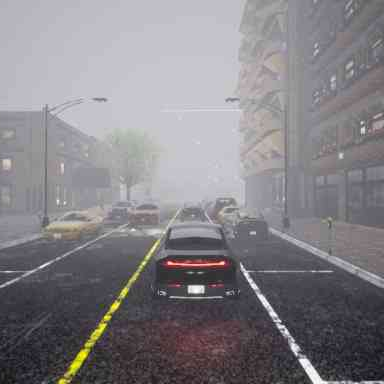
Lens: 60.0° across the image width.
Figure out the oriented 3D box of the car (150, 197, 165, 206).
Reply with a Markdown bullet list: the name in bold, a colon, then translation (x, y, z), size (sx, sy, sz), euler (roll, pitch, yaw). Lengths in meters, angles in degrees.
- **car**: translation (-5.757, 1.583, 56.398), size (2.008, 1.369, 4.403), euler (1, 0, 0)

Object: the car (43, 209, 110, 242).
- **car**: translation (-5.676, 1.532, 16.421), size (1.752, 1.417, 4.829), euler (1, 0, 0)

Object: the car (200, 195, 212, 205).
- **car**: translation (2.627, 1.478, 62.156), size (1.967, 1.590, 4.097), euler (1, 0, 0)

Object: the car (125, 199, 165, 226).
- **car**: translation (-3.146, 1.487, 23.715), size (1.882, 1.535, 5.008), euler (0, 0, 0)

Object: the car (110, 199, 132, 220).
- **car**: translation (-5.698, 1.452, 27.963), size (1.967, 1.590, 4.097), euler (1, 0, 0)

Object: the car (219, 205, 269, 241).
- **car**: translation (2.670, 1.557, 16.666), size (2.008, 1.369, 4.403), euler (1, 0, 0)

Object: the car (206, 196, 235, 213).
- **car**: translation (2.651, 1.327, 28.040), size (2.192, 1.841, 5.009), euler (1, 0, 0)

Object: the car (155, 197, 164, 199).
- **car**: translation (-5.746, 1.594, 50.710), size (1.947, 1.339, 4.313), euler (1, 0, 0)

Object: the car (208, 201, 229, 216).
- **car**: translation (2.635, 1.597, 33.726), size (1.802, 1.307, 4.206), euler (1, 0, 0)

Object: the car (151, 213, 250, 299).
- **car**: translation (0.081, 1.508, 8.421), size (1.837, 1.490, 4.892), euler (0, 0, 0)

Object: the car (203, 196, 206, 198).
- **car**: translation (2.612, 1.589, 45.099), size (1.947, 1.339, 4.313), euler (1, 0, 0)

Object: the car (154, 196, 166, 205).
- **car**: translation (-5.938, 1.563, 61.914), size (1.752, 1.417, 4.829), euler (1, 0, 0)

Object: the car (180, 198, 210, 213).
- **car**: translation (0.046, 1.502, 26.359), size (2.128, 1.511, 4.902), euler (0, 0, 0)

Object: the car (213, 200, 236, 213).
- **car**: translation (2.658, 1.534, 22.522), size (1.752, 1.417, 4.829), euler (1, 0, 0)
